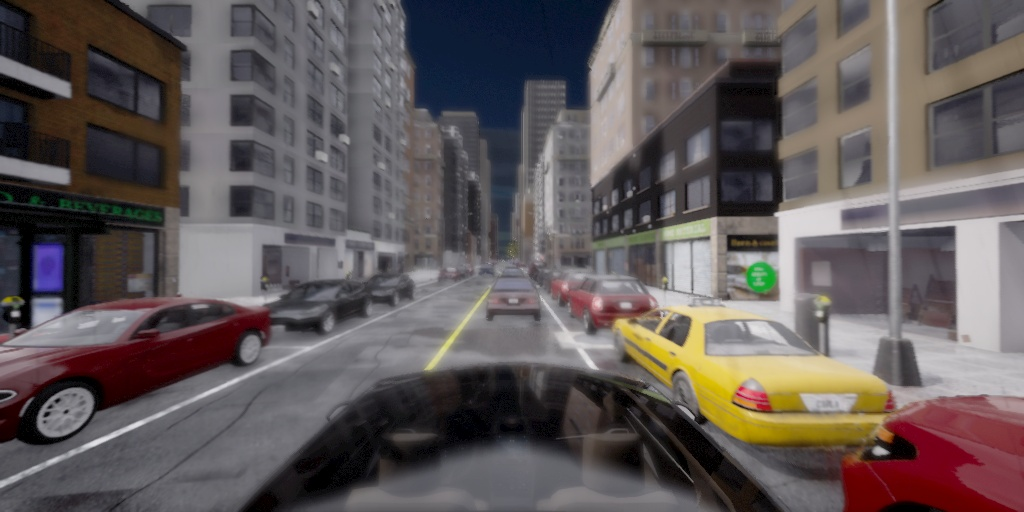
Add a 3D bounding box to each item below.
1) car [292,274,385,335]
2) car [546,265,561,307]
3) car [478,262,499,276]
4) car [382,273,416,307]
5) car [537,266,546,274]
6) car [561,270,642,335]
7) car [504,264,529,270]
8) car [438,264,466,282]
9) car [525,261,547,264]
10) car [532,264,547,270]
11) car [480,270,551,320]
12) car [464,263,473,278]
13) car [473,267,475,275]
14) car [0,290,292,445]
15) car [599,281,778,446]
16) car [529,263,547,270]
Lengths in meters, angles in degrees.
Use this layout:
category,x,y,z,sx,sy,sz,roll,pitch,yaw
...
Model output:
category,x,y,z,sx,sy,sz,roll,pitch,yaw
car,-5.669,1.411,10.875,1.948,1.339,4.313,0,0,0
car,2.857,1.341,16.413,1.967,1.591,4.097,0,0,0
car,-3.064,1.738,44.362,2.033,1.411,5.357,0,-1,0
car,-5.668,1.468,16.400,1.948,1.339,4.313,0,0,0
car,2.858,1.509,21.936,2.007,1.370,4.403,0,0,0
car,2.857,1.284,10.889,1.967,1.591,4.097,0,0,0
car,0.066,1.572,28.268,2.033,1.411,5.357,0,-1,0
car,-5.668,1.655,32.975,1.802,1.307,4.207,0,0,0
car,2.858,1.444,38.506,2.192,1.841,5.009,0,0,0
car,2.858,1.566,27.459,2.007,1.370,4.403,0,0,0
car,0.066,1.417,13.262,2.033,1.411,5.357,0,-1,0
car,-5.668,1.696,38.499,1.948,1.339,4.313,0,0,0
car,-5.668,1.627,44.024,1.967,1.591,4.097,0,0,0
car,-5.668,1.333,5.351,1.888,1.381,4.507,0,0,0
car,2.857,1.313,5.536,1.751,1.417,4.829,0,0,0
car,2.858,1.638,32.982,1.948,1.339,4.313,0,0,0
